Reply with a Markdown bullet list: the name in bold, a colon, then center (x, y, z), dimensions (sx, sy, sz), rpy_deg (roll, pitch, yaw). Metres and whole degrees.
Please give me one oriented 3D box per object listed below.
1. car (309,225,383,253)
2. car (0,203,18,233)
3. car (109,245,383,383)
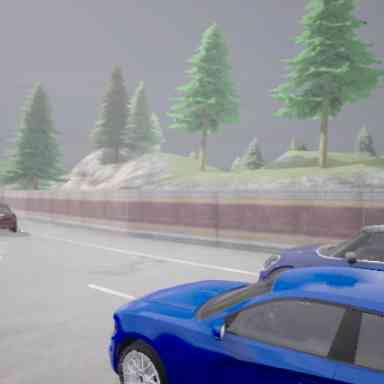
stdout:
- **car**: center (3.503, 1.365, 5.914), dimensions (4.553, 1.767, 2.097), rpy_deg (0, 0, 36)
- **car**: center (-11.736, 1.363, 18.980), dimensions (4.553, 1.767, 2.097), rpy_deg (0, 0, 44)
- **car**: center (1.324, 1.485, 3.159), dimensions (5.008, 1.535, 1.882), rpy_deg (0, 0, 36)
